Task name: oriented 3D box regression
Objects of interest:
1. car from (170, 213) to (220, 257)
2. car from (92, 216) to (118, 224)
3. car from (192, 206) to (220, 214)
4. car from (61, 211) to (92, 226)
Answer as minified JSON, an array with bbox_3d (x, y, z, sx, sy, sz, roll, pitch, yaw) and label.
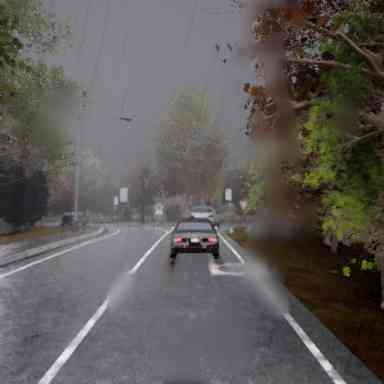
[{"bbox_3d":[0.106,1.751,13.672,2.033,1.411,5.357,0,-2,0],"label":"car"},{"bbox_3d":[-16.834,5.416,64.335,2.033,1.411,5.357,-3,-5,35],"label":"car"},{"bbox_3d":[1.262,2.364,30.441,2.150,2.045,5.566,-1,-5,10],"label":"car"},{"bbox_3d":[-15.856,3.527,44.691,2.150,2.045,5.566,3,-6,-37],"label":"car"}]
